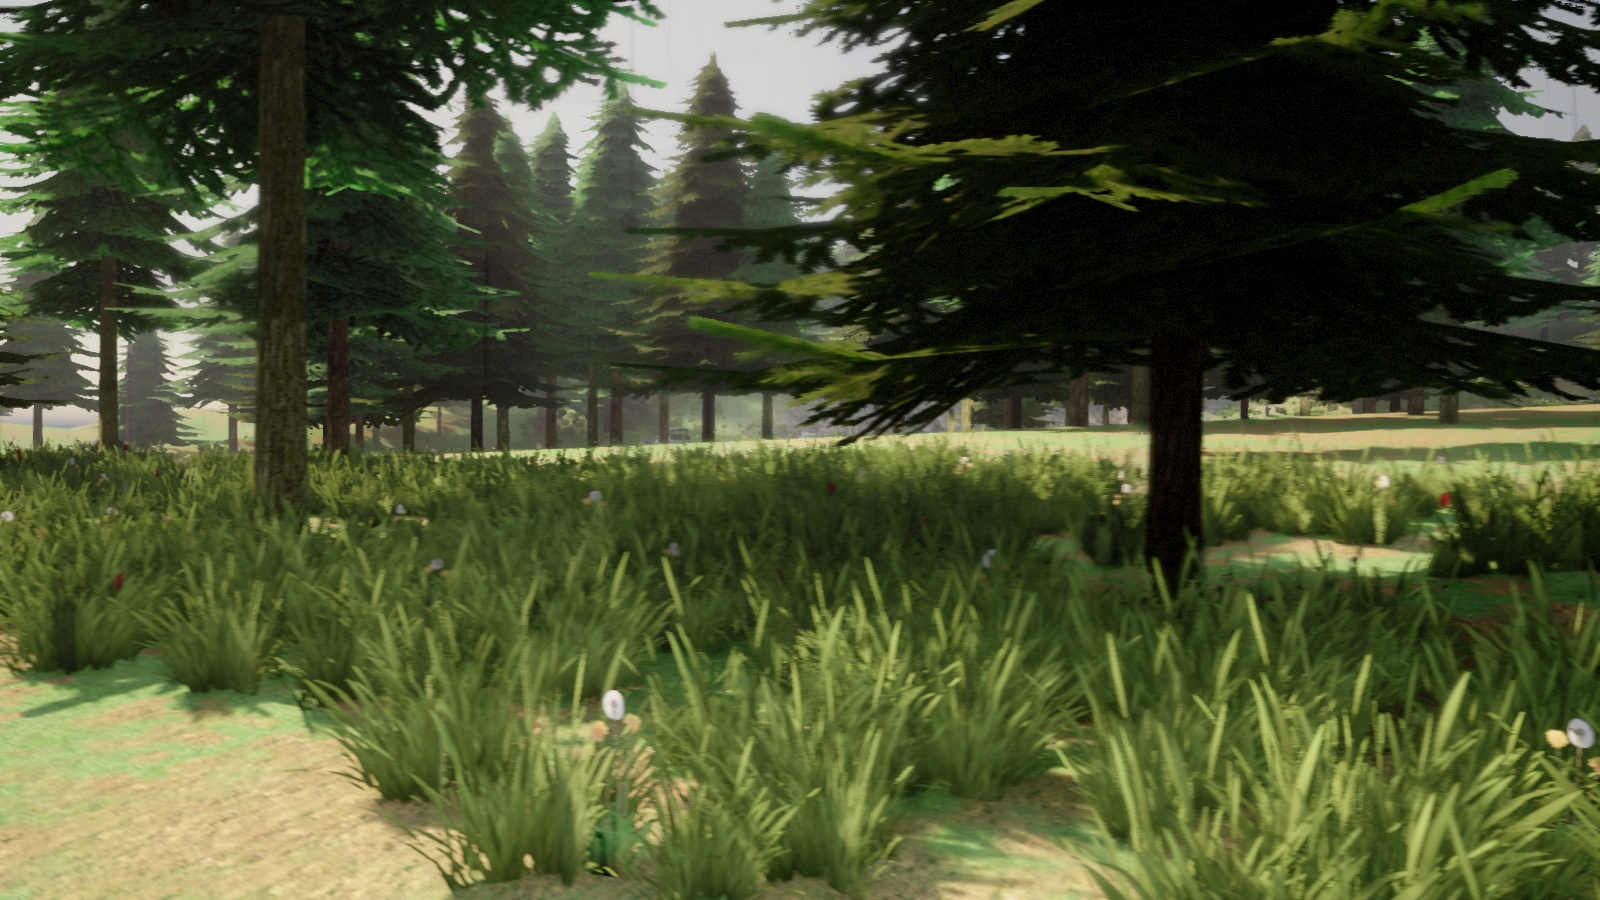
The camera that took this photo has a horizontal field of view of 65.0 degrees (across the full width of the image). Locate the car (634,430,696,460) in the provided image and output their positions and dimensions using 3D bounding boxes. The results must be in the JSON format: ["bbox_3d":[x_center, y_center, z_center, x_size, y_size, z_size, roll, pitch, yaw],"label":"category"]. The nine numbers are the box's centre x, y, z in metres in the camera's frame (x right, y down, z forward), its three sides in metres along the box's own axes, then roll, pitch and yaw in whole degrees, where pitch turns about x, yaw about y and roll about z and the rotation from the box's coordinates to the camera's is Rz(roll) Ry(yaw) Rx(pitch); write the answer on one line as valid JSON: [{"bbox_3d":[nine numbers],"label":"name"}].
[{"bbox_3d":[-8.610,-0.352,80.411,1.905,1.878,3.866,0,1,35],"label":"car"}]
